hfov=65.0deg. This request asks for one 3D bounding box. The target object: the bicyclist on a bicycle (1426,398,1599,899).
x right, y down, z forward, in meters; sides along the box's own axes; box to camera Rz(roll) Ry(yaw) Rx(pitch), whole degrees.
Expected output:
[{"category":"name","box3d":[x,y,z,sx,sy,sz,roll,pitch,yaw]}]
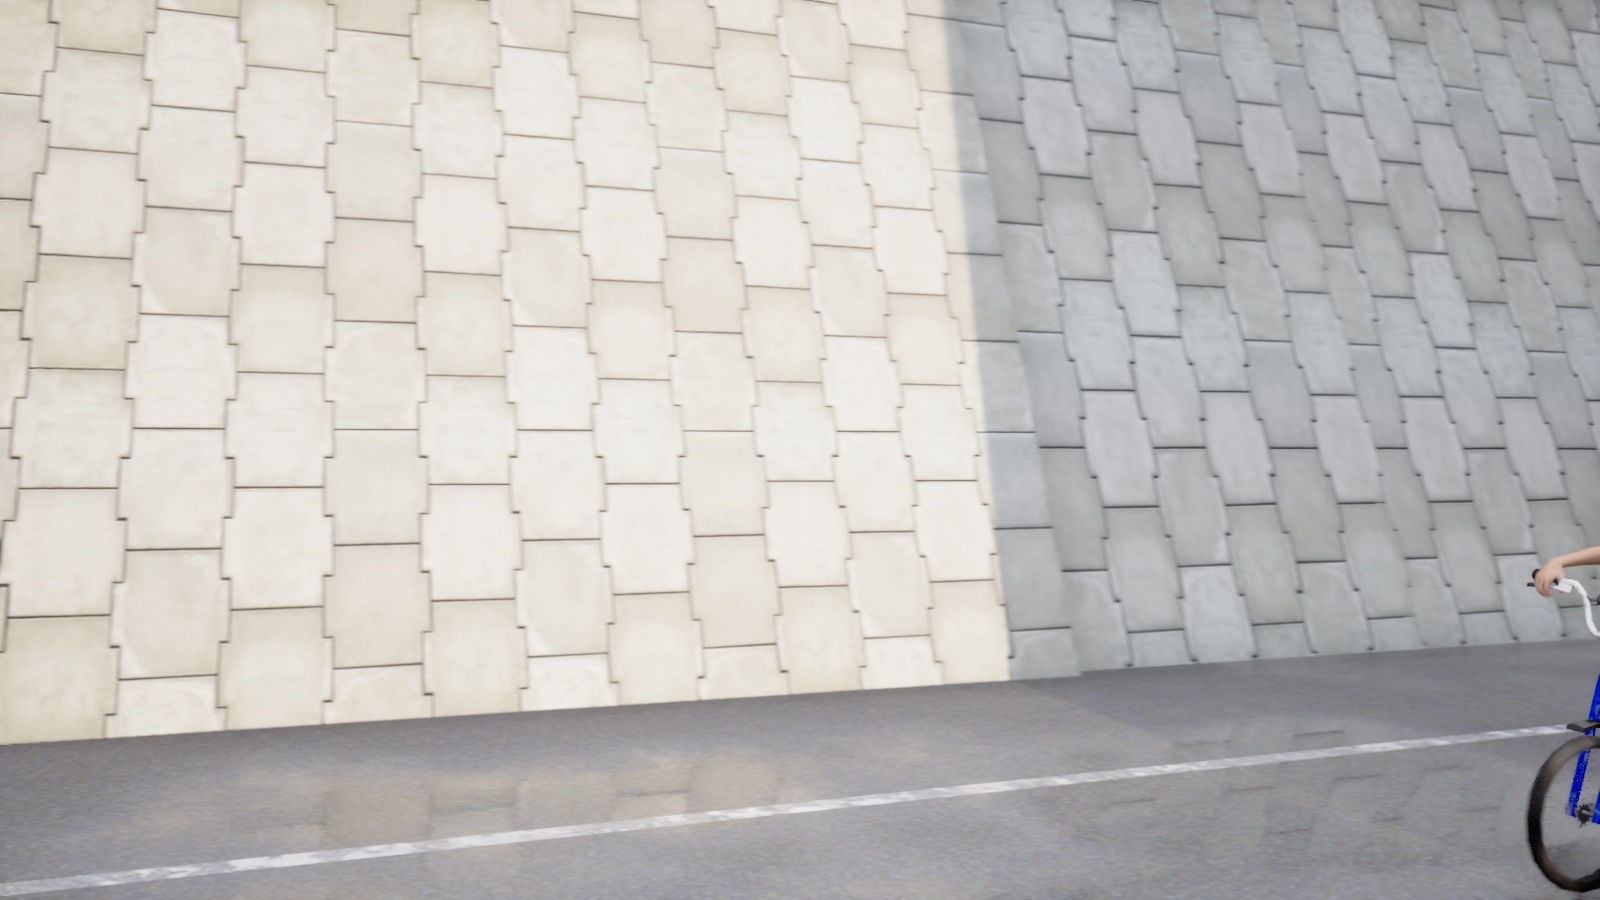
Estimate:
[{"category":"bicyclist on a bicycle","box3d":[3.136,0.629,4.424,1.509,1.612,0.866,-1,1,-21]}]
